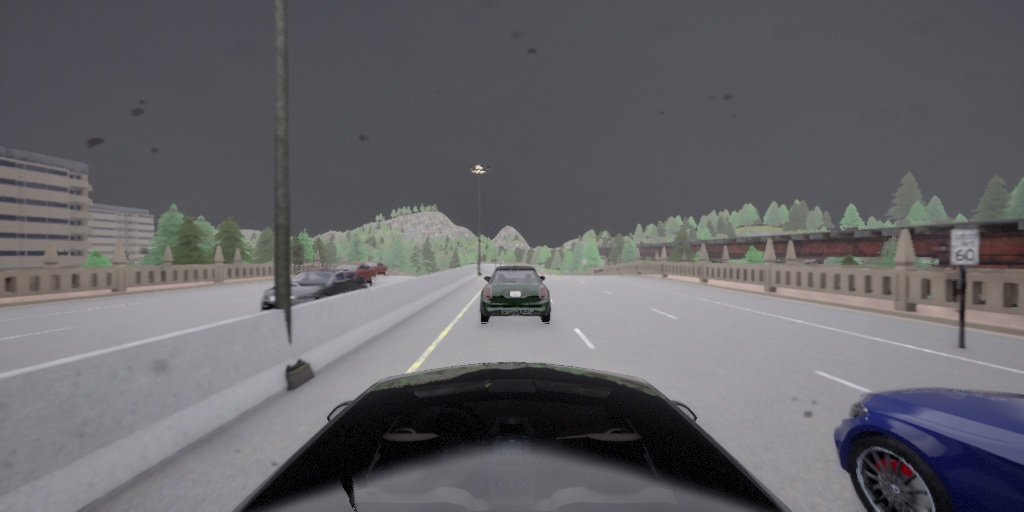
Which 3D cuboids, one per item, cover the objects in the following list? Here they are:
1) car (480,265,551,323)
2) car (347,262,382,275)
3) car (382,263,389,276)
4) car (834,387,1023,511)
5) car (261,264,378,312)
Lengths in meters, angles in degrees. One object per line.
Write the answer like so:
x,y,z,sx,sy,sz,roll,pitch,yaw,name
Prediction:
0.096,1.097,12.314,2.097,1.767,4.553,0,0,0,car
-10.599,1.217,23.620,1.882,1.535,5.008,0,0,0,car
-14.091,1.317,36.276,1.882,1.535,5.008,0,-2,0,car
3.588,1.276,0.994,1.812,1.442,4.674,0,0,0,car
-7.099,1.236,13.432,2.128,1.511,4.902,0,0,0,car
